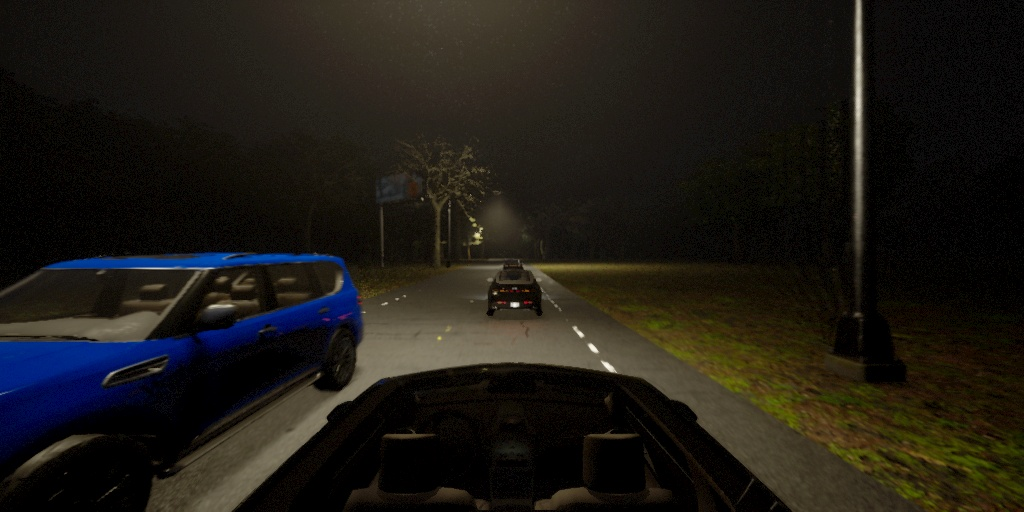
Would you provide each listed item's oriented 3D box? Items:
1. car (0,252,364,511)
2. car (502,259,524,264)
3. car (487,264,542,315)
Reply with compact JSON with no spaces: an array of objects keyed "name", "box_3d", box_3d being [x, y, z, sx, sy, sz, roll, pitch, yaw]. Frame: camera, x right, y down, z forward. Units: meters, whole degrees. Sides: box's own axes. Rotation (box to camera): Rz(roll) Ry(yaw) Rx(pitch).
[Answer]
[{"name":"car","box_3d":[-3.584,0.972,3.865,2.150,2.045,5.566,0,0,0]},{"name":"car","box_3d":[0.093,1.065,34.660,2.128,1.511,4.902,0,1,0]},{"name":"car","box_3d":[0.091,1.244,13.619,1.837,1.490,4.892,0,1,0]}]
